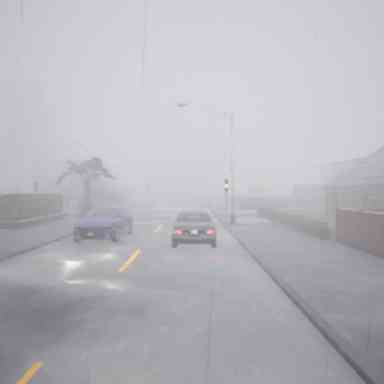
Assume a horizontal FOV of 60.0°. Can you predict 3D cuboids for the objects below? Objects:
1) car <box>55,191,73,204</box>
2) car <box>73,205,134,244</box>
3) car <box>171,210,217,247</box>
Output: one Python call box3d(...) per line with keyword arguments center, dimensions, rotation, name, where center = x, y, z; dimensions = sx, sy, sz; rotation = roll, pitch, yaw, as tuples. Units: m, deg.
box3d(center=(-19.773, 0.815, 49.626), dimensions=(1.905, 1.878, 3.866), rotation=(0, 0, 35), name="car")
box3d(center=(-4.028, 1.423, 15.794), dimensions=(1.882, 1.535, 5.008), rotation=(0, 0, 0), name="car")
box3d(center=(0.093, 1.496, 14.596), dimensions=(2.033, 1.411, 5.357), rotation=(0, 0, 0), name="car")
